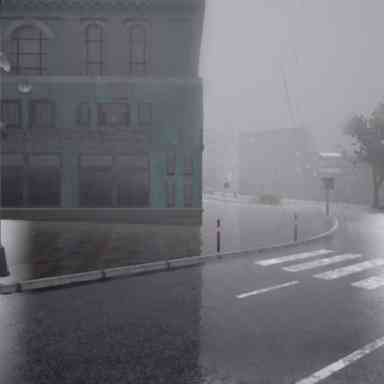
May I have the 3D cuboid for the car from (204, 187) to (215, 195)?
[{"bbox_3d":[3.691,-0.203,69.189,2.231,1.521,4.892,5,2,11],"label":"car"}]
